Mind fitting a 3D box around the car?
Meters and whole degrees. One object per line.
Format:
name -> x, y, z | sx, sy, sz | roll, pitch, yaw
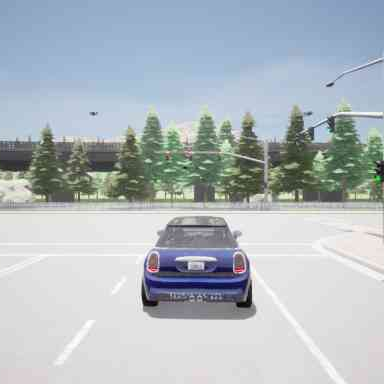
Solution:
car -> 0.167, 1.352, 8.127 | 2.097, 1.767, 4.553 | 0, 0, 3
